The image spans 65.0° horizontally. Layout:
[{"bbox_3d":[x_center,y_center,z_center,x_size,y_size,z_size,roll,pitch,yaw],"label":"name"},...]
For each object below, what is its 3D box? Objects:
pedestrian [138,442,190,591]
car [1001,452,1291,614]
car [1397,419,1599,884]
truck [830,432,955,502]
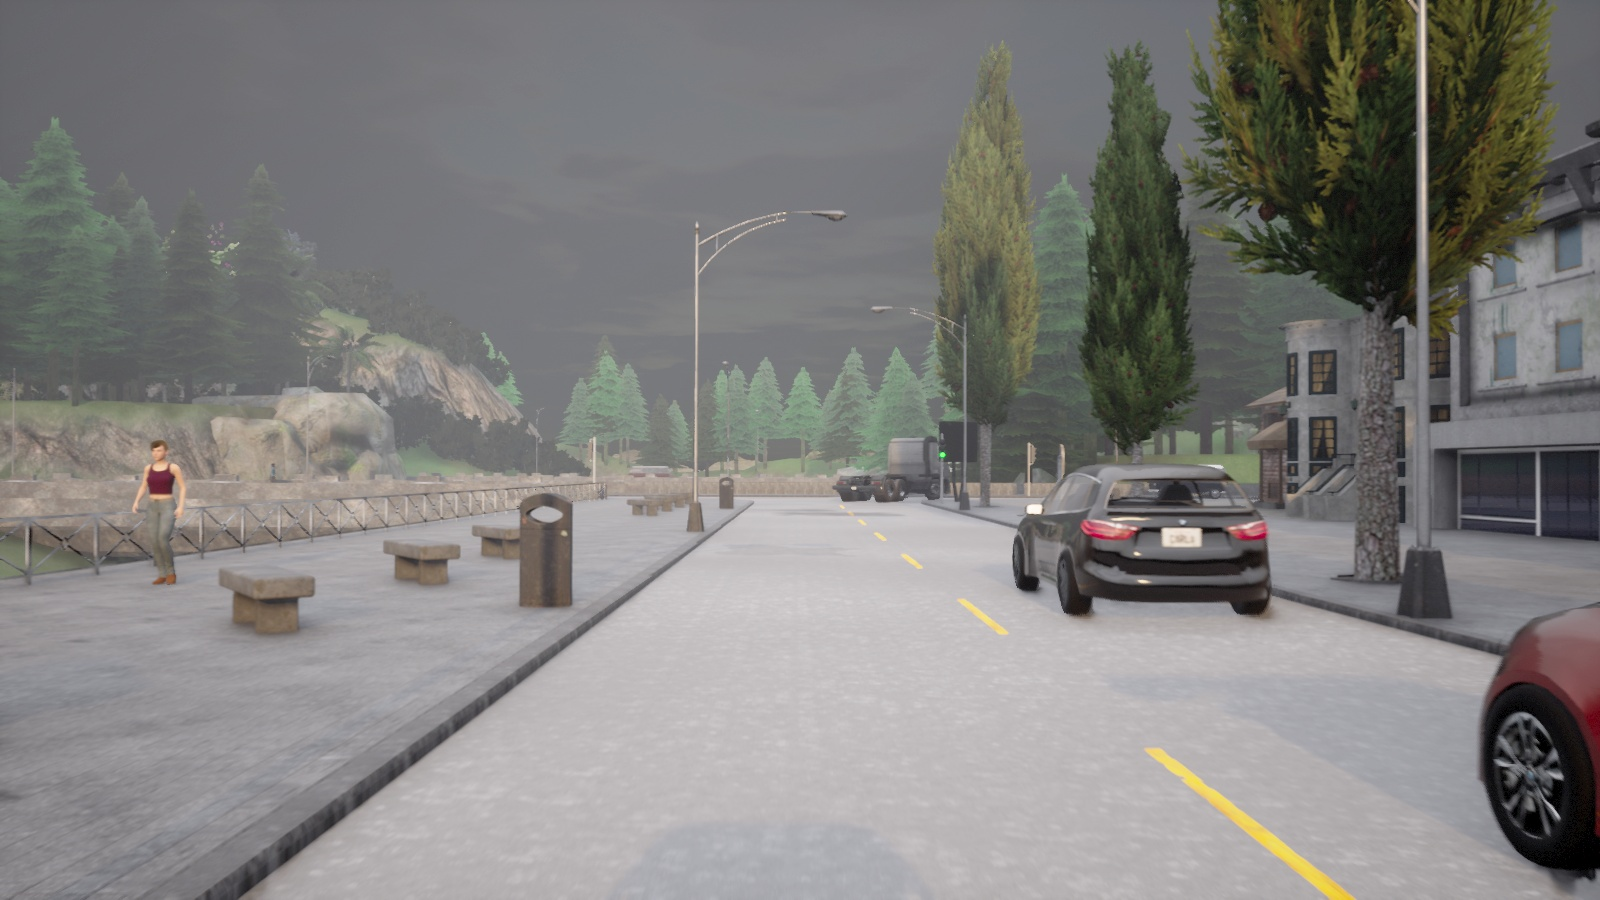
[{"bbox_3d":[-7.998,0.821,15.807,0.345,1.836,0.594,0,-1,0],"label":"pedestrian"},{"bbox_3d":[3.959,0.900,15.319,2.242,1.667,4.611,0,-1,0],"label":"car"},{"bbox_3d":[3.988,0.705,3.694,2.242,1.667,4.611,0,-1,0],"label":"car"},{"bbox_3d":[5.009,0.920,66.255,2.891,3.462,7.936,-1,-1,35],"label":"truck"}]
